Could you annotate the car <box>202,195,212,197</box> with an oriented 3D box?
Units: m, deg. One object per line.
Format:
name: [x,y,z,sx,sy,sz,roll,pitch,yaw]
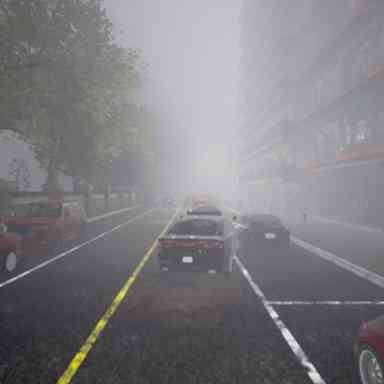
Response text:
car: [2.556,1.400,41.510,1.887,1.381,4.507,0,0,0]

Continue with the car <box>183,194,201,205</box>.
car: [-0.131,1.192,46.579,2.097,1.767,4.553,0,0,0]

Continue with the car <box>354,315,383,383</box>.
car: [2.685,1.573,2.098,1.802,1.307,4.206,0,0,0]

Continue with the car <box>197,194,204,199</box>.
car: [2.389,1.252,92.353,1.752,1.417,4.829,0,0,0]

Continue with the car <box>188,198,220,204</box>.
car: [0.836,1.379,20.303,1.801,1.575,5.366,0,0,0]

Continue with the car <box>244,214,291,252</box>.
car: [2.648,1.515,13.360,1.947,1.339,4.313,0,0,0]

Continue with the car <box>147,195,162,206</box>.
car: [-5.862,1.263,52.741,1.967,1.590,4.097,0,0,0]

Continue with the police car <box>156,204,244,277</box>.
police car: [0.411,1.385,10.410,1.930,1.638,5.238,0,0,12]

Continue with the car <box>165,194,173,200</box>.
car: [-5.972,1.288,86.523,2.008,1.369,4.403,0,0,0]

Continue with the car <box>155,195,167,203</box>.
car: [-5.898,1.342,64.003,2.008,1.369,4.403,0,0,0]

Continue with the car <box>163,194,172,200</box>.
car: [-5.953,1.276,80.723,1.752,1.417,4.829,0,0,0]

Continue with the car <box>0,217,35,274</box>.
car: [-5.714,1.514,7.700,1.887,1.381,4.507,0,0,0]

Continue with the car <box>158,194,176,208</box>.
car: [-3.171,1.350,45.410,1.837,1.490,4.892,0,0,0]

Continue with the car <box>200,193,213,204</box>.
car: [2.500,1.123,58.399,2.192,1.841,5.009,0,0,0]

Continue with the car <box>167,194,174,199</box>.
car: [-5.990,1.252,91.984,1.752,1.417,4.829,0,0,0]

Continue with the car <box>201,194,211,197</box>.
car: [2.537,1.384,47.141,1.887,1.381,4.507,0,0,0]

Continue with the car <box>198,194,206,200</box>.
car: [2.426,1.191,80.921,1.967,1.590,4.097,0,0,0]

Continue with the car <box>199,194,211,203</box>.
car: [2.482,1.232,64.031,1.967,1.590,4.097,0,0,0]

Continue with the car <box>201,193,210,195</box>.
car: [2.519,1.263,52.769,1.967,1.590,4.097,0,0,0]

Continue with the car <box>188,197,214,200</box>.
car: [0.817,1.382,26.114,1.882,1.535,5.008,0,0,0]

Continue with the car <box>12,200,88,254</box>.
car: [-5.732,1.263,13.332,2.192,1.841,5.009,0,0,0]

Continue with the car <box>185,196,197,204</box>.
car: [-0.196,1.365,60.701,1.994,1.385,4.181,0,0,0]

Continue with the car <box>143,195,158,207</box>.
car: [-5.844,1.278,47.113,1.967,1.590,4.097,0,0,0]
